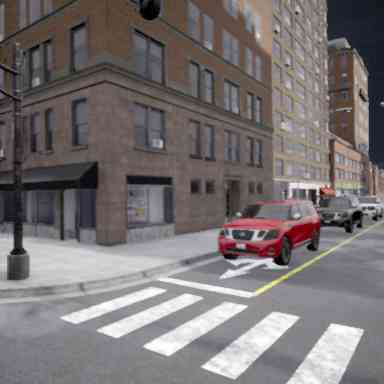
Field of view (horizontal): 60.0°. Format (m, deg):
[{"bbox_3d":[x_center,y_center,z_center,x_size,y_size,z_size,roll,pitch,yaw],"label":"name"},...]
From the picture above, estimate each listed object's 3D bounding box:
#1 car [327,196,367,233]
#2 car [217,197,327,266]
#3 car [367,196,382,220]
[{"bbox_3d":[9.192,1.331,20.896,2.150,2.045,5.566,-1,-1,36],"label":"car"},{"bbox_3d":[3.098,1.311,12.425,2.150,2.045,5.566,-1,-1,36],"label":"car"},{"bbox_3d":[15.440,1.354,29.556,2.150,2.045,5.566,-1,-1,36],"label":"car"}]
